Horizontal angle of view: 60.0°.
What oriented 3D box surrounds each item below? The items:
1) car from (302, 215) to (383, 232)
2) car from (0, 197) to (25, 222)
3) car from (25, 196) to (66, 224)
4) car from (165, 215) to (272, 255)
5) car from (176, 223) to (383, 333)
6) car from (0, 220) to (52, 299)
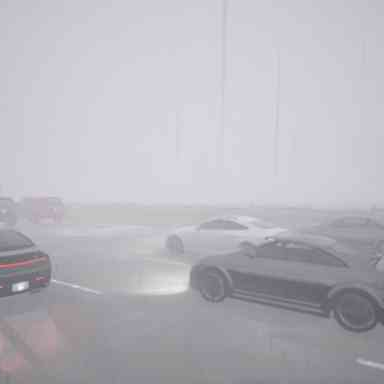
[{"bbox_3d":[5.969,1.575,12.635,4.181,1.385,1.994,0,0,36],"label":"car"},{"bbox_3d":[-14.002,1.349,22.589,5.566,2.045,2.150,0,0,36],"label":"car"},{"bbox_3d":[-11.965,1.348,25.433,5.566,2.045,2.150,0,0,36],"label":"car"},{"bbox_3d":[1.171,1.555,11.743,4.674,1.442,1.812,0,0,35],"label":"car"},{"bbox_3d":[1.993,1.575,6.872,4.181,1.385,1.994,0,0,36],"label":"car"},{"bbox_3d":[-5.224,1.550,7.722,4.892,1.490,1.837,0,0,36],"label":"car"}]
